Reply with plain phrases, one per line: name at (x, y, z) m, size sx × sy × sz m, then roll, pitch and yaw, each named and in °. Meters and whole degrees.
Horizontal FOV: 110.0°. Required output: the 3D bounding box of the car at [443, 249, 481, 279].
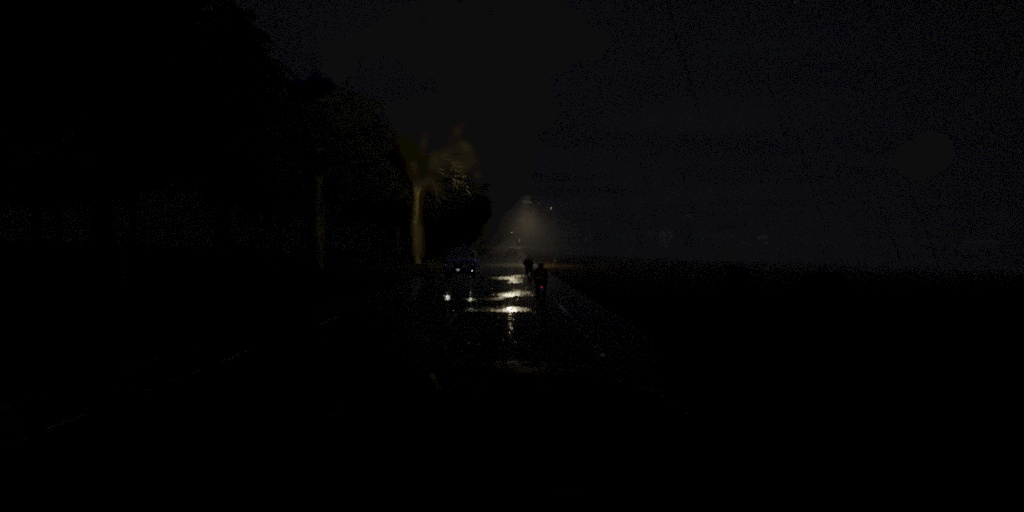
car at (-3.587, 0.499, 26.593) m, size 2.150 × 2.045 × 5.566 m, roll 0°, pitch 1°, yaw 0°

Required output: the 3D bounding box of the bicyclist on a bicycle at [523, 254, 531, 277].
bicyclist on a bicycle at (0.965, 0.768, 21.061) m, size 0.659 × 1.776 × 1.843 m, roll 0°, pitch 2°, yaw 0°

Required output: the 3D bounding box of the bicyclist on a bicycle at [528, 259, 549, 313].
bicyclist on a bicycle at (0.964, 1.027, 11.921) m, size 0.582 × 1.620 × 1.656 m, roll 0°, pitch 1°, yaw 0°
